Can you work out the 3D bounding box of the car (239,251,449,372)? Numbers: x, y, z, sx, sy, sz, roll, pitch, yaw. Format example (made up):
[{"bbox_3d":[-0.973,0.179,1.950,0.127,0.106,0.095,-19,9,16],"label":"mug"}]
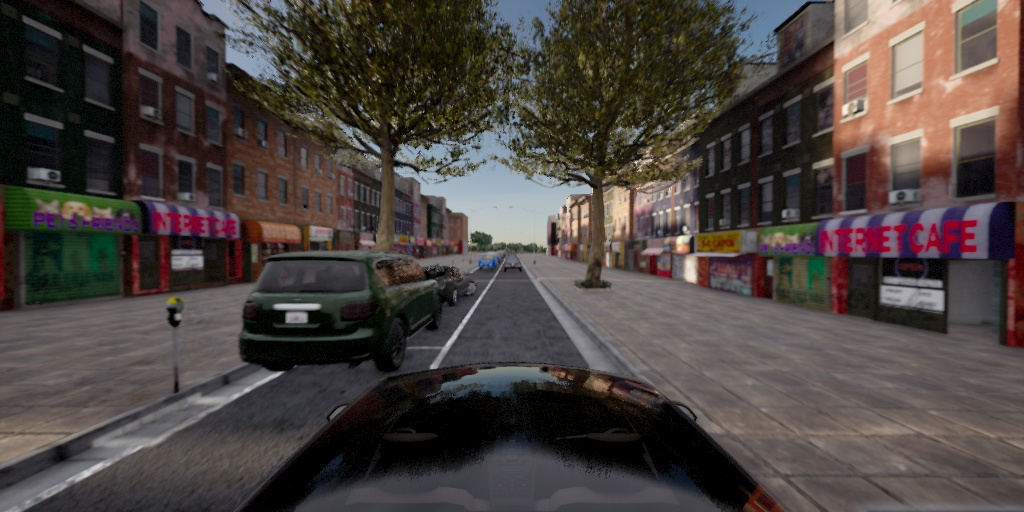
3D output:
[{"bbox_3d":[-2.982,0.917,7.651,2.150,2.045,5.566,0,1,0],"label":"car"}]

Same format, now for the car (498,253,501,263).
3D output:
[{"bbox_3d":[-2.642,0.658,43.575,2.007,1.370,4.403,0,0,0],"label":"car"}]

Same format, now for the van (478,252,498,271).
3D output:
[{"bbox_3d":[-2.642,0.571,38.028,1.690,1.789,3.998,0,0,0],"label":"van"}]

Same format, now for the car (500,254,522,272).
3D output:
[{"bbox_3d":[0.085,0.804,36.737,2.033,1.411,5.357,0,1,0],"label":"car"}]

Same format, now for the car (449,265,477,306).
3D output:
[{"bbox_3d":[-2.885,1.111,14.904,1.837,1.490,4.892,0,1,5],"label":"car"}]

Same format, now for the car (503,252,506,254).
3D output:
[{"bbox_3d":[0.046,0.493,50.762,1.994,1.385,4.181,0,2,1],"label":"car"}]

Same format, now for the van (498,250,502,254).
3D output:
[{"bbox_3d":[-2.643,0.312,49.120,1.690,1.789,3.998,0,0,0],"label":"van"}]

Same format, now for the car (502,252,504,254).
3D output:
[{"bbox_3d":[-2.644,0.389,54.665,1.948,1.339,4.313,0,0,0],"label":"car"}]
